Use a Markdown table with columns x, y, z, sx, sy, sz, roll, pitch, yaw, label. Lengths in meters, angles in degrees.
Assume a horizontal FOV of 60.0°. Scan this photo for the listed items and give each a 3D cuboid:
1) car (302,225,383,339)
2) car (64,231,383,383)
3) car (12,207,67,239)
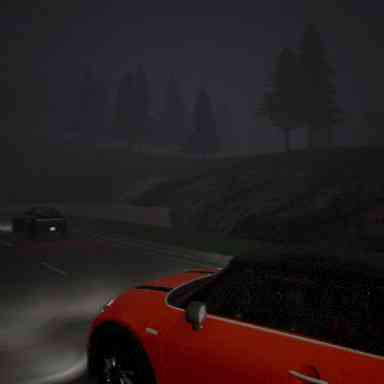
| x | y | z | sx | sy | sz | roll | pitch | yaw | label |
| --- | --- | --- | --- | --- | --- | --- | --- | --- | --- |
| 4.522 | 1.478 | 5.131 | 5.008 | 1.535 | 1.882 | 0 | 0 | 36 | car |
| 0.965 | 1.358 | 3.428 | 4.553 | 1.767 | 2.097 | 0 | 0 | 37 | car |
| -8.292 | 1.566 | 17.934 | 2.128 | 1.511 | 4.902 | 0 | 0 | -40 | car |
